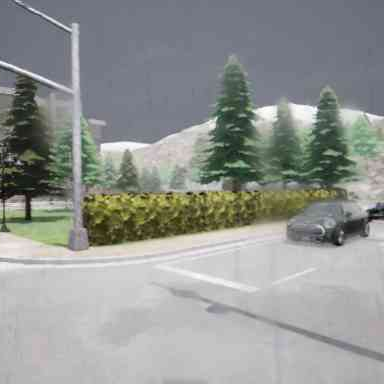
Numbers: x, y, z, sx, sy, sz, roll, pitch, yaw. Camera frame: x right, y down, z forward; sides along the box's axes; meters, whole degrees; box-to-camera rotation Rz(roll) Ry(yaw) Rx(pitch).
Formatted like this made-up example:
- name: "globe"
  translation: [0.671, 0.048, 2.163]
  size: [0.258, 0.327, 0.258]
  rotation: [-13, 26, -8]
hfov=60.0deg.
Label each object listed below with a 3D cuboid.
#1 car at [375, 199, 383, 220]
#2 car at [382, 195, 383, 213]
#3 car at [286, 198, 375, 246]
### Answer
- name: "car"
  translation: [12.726, 1.259, 21.684]
  size: [1.895, 1.301, 4.718]
  rotation: [-1, 1, 39]
- name: "car"
  translation: [18.476, 1.019, 30.432]
  size: [1.837, 1.490, 4.892]
  rotation: [-1, 0, 28]
- name: "car"
  translation: [5.915, 1.161, 14.358]
  size: [2.097, 1.767, 4.553]
  rotation: [0, 1, 45]
